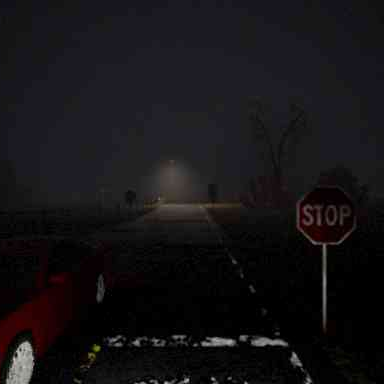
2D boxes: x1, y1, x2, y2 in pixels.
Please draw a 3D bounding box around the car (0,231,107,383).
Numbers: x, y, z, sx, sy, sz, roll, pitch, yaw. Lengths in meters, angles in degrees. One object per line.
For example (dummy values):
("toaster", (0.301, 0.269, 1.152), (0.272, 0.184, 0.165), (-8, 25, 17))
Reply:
("car", (-2.756, 1.484, 5.178), (1.882, 1.535, 5.008), (0, 0, 0))
